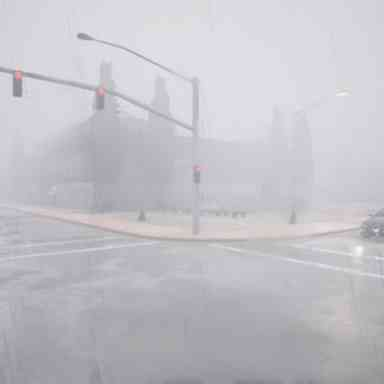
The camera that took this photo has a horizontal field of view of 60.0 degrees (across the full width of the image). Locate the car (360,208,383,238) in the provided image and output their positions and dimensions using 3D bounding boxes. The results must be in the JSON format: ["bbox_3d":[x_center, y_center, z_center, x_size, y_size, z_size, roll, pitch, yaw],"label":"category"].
[{"bbox_3d":[10.085,1.482,16.329,4.892,1.490,1.837,0,0,-39],"label":"car"}]
